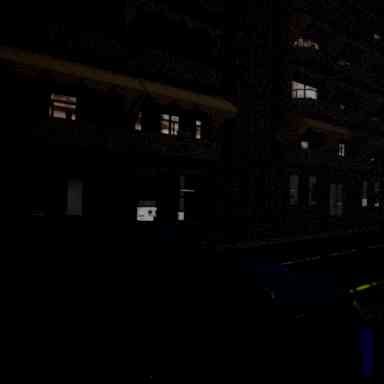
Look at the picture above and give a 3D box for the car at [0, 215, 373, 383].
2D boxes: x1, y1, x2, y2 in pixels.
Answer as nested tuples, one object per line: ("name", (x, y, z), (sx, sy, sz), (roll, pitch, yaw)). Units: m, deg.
("car", (-0.799, 1.224, 2.711), (5.566, 2.045, 2.150), (0, 0, -36))
